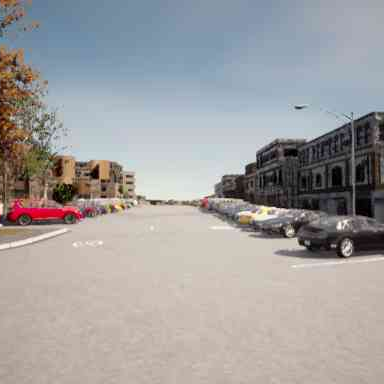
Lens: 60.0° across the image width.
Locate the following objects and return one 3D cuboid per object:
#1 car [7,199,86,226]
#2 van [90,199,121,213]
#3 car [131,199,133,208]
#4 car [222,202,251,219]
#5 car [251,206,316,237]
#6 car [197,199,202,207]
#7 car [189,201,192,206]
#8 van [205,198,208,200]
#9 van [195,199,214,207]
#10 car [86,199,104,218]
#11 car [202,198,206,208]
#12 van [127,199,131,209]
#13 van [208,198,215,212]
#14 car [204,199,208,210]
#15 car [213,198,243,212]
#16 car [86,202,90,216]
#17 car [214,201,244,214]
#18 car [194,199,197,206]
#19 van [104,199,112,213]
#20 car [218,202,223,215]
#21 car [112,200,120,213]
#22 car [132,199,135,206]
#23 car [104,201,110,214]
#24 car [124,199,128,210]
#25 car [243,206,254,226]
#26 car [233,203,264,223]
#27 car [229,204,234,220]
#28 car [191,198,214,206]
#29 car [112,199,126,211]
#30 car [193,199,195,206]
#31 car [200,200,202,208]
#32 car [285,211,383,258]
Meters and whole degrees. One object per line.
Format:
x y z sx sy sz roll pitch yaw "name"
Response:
-11.916 1.665 27.198 5.566 2.045 2.435 0 -1 -23 "car"
-13.183 2.064 50.660 4.442 1.987 1.878 0 -1 -23 "van"
-13.502 2.488 59.526 4.674 1.452 2.002 0 -1 -23 "car"
5.723 1.966 30.994 4.892 1.521 2.231 1 -1 -23 "car"
6.286 1.788 19.277 4.892 1.521 2.231 1 -1 -23 "car"
4.326 2.198 60.315 5.566 2.045 2.435 1 -1 -23 "car"
2.841 2.967 86.586 5.366 1.575 1.946 1 -1 -23 "car"
4.831 2.068 51.560 4.442 1.987 1.878 1 -1 -23 "van"
3.056 2.687 83.683 4.442 1.987 1.878 1 -1 -23 "van"
-12.338 1.924 36.015 4.553 1.767 2.185 -1 -1 -23 "car"
4.553 2.215 54.430 4.553 1.767 2.185 1 -1 -23 "car"
-13.255 2.167 56.638 4.442 1.987 1.878 0 -1 -23 "van"
4.903 1.964 45.602 4.442 1.987 1.878 1 -1 -23 "van"
4.857 2.241 48.578 5.008 1.535 2.097 1 -1 -23 "car"
5.320 1.974 39.799 4.553 1.767 2.185 1 -1 -23 "car"
-12.105 1.991 30.105 4.792 1.488 2.163 0 -1 -23 "car"
5.436 2.055 36.859 4.892 1.521 2.231 1 -1 -23 "car"
3.903 2.677 72.087 5.366 1.575 1.946 1 -2 -23 "car"
-12.754 1.917 41.835 4.442 1.987 1.878 0 -1 -23 "van"
5.544 2.039 33.914 4.792 1.488 2.163 1 -1 -23 "car"
-12.782 2.190 44.823 4.892 1.521 2.231 0 -1 -23 "car"
-13.646 2.542 62.467 4.674 1.452 2.002 0 -1 -23 "car"
-12.532 2.126 38.929 4.792 1.488 2.163 0 -1 -23 "car"
-13.211 2.379 53.640 4.674 1.452 2.002 0 -1 -23 "car"
6.140 1.872 22.206 4.674 1.452 2.002 1 -1 -23 "car"
6.164 1.876 25.214 5.366 1.575 1.946 1 -1 -23 "car"
5.857 1.961 28.067 4.674 1.452 2.002 1 -1 -23 "car"
2.839 2.784 89.585 5.566 2.045 2.435 1 -2 -23 "car"
-12.761 2.234 47.837 5.366 1.575 1.946 0 -1 -23 "car"
3.621 2.796 77.940 5.366 1.575 1.946 1 -2 -23 "car"
4.441 2.435 57.363 4.674 1.452 2.002 1 -1 -23 "car"
6.559 1.699 13.421 4.892 1.521 2.231 1 -1 -23 "car"
